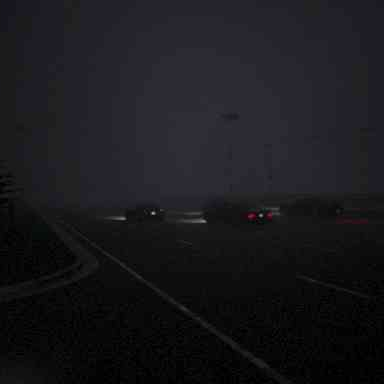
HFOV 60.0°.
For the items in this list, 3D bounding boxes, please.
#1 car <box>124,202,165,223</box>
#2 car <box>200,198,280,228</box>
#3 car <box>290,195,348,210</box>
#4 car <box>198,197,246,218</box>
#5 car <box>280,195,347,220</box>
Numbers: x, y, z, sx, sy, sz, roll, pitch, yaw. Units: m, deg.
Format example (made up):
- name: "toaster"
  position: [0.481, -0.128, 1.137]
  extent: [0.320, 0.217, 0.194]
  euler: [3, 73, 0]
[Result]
- name: "car"
  position: [-3.577, 1.426, 24.481]
  extent: [1.994, 1.385, 4.181]
  euler: [-1, 1, -27]
- name: "car"
  position: [2.573, 1.325, 20.190]
  extent: [2.033, 1.411, 5.357]
  euler: [-1, 1, -27]
- name: "car"
  position: [12.730, 1.016, 33.693]
  extent: [5.357, 1.411, 2.033]
  euler: [-1, 0, 19]
- name: "car"
  position: [2.405, 1.241, 28.130]
  extent: [1.812, 1.442, 4.674]
  euler: [-1, 1, -27]
- name: "car"
  position: [8.458, 1.108, 24.043]
  extent: [1.882, 1.535, 5.008]
  euler: [-1, 1, -27]
